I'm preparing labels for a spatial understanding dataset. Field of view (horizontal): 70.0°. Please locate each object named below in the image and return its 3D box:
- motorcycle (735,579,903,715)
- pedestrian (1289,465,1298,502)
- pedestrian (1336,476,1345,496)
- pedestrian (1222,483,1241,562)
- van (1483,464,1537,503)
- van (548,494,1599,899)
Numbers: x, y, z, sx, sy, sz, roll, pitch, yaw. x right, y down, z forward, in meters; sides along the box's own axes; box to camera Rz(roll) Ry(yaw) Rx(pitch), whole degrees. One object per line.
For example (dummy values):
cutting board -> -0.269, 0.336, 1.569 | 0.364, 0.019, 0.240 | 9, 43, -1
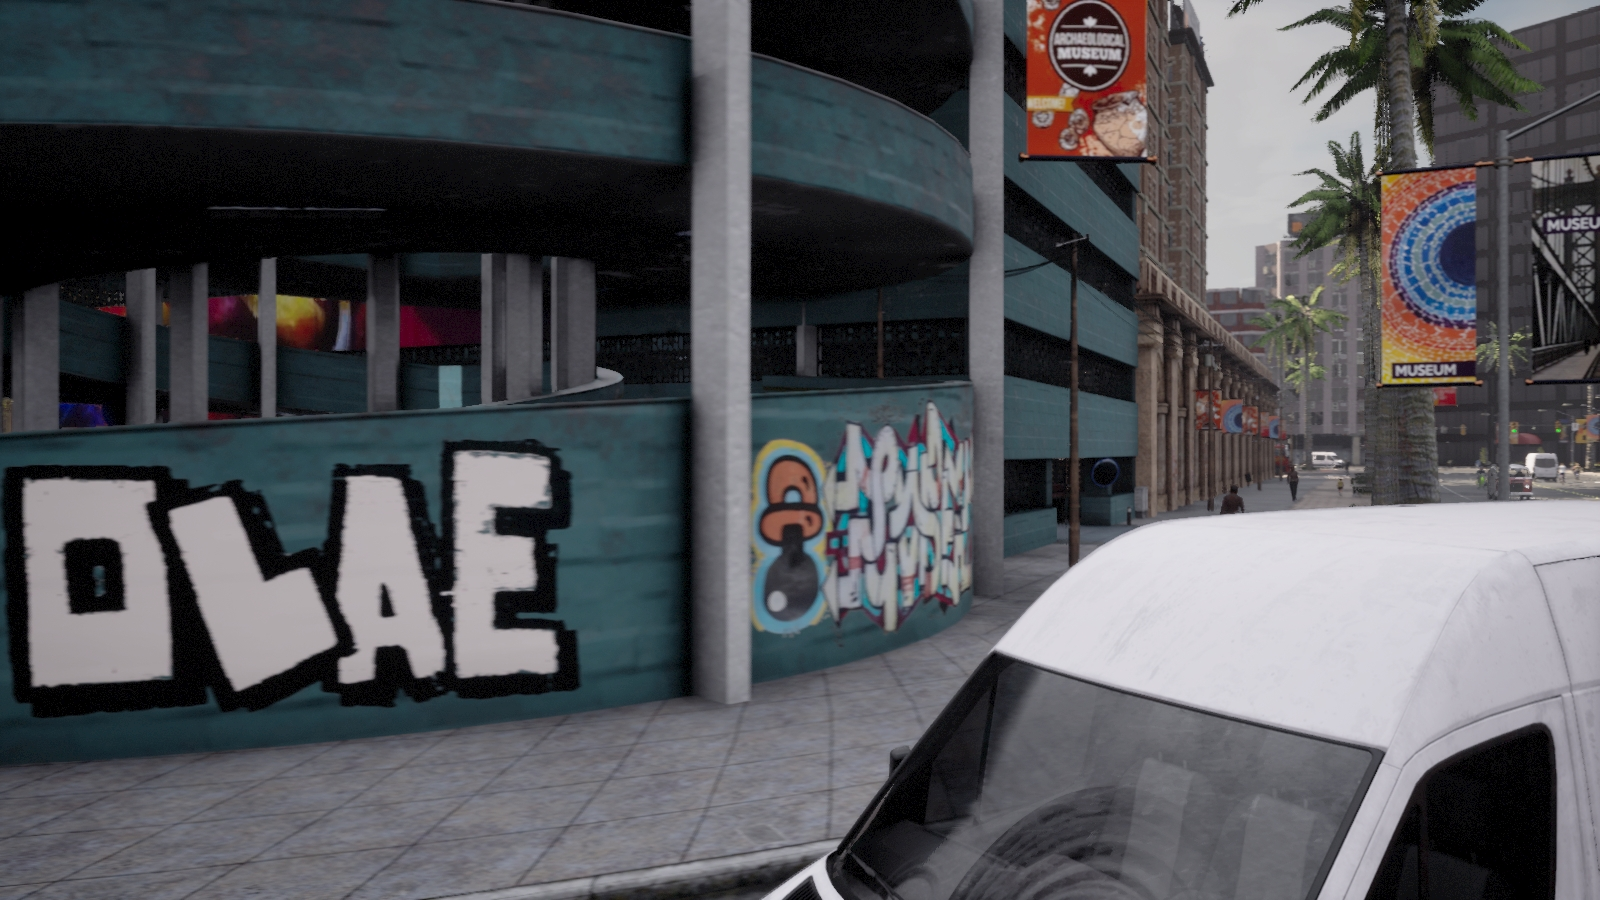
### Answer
motorcycle -> 0.237, 2.189, 13.002 | 1.805, 1.236, 0.856 | 0, -1, -42
pedestrian -> 25.337, 1.721, 58.653 | 0.375, 1.860, 0.375 | 0, 0, 26
pedestrian -> 31.612, 2.104, 66.821 | 0.500, 1.100, 0.500 | 0, 0, 26
pedestrian -> 10.232, 1.708, 27.100 | 0.375, 1.860, 0.375 | 0, 0, 28
van -> 39.164, 1.807, 63.121 | 2.069, 2.038, 4.480 | 0, 0, 26
van -> 2.251, 1.536, 4.253 | 5.915, 2.561, 1.988 | 0, 0, -28
